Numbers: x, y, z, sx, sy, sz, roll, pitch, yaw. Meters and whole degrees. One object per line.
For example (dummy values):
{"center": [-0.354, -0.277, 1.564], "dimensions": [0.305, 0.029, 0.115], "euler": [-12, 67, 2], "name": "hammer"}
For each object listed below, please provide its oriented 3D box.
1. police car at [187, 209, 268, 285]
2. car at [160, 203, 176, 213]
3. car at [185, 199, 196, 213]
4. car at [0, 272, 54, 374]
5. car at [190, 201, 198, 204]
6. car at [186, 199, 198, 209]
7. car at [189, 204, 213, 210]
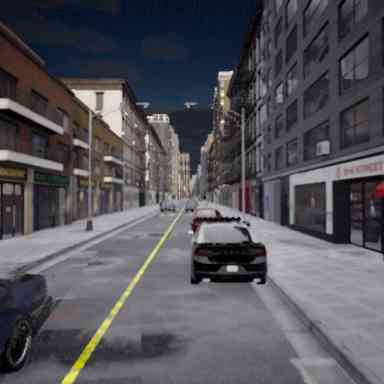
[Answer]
{"center": [0.899, 1.537, 10.013], "dimensions": [1.930, 1.638, 5.238], "euler": [0, -1, 0], "name": "police car"}
{"center": [-3.100, 2.075, 43.839], "dimensions": [1.994, 1.385, 4.181], "euler": [0, -1, 0], "name": "car"}
{"center": [0.004, 2.090, 46.309], "dimensions": [2.033, 1.411, 5.357], "euler": [0, -1, 0], "name": "car"}
{"center": [-3.103, 1.581, 2.973], "dimensions": [2.033, 1.411, 5.357], "euler": [0, -1, 0], "name": "car"}
{"center": [0.897, 1.752, 26.092], "dimensions": [1.801, 1.575, 5.366], "euler": [0, -1, 0], "name": "car"}
{"center": [-0.007, 2.080, 60.027], "dimensions": [2.097, 1.767, 4.553], "euler": [0, -1, 0], "name": "car"}
{"center": [0.898, 1.702, 19.902], "dimensions": [1.882, 1.535, 5.008], "euler": [0, -1, 0], "name": "car"}
